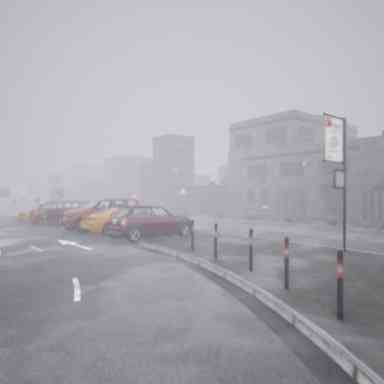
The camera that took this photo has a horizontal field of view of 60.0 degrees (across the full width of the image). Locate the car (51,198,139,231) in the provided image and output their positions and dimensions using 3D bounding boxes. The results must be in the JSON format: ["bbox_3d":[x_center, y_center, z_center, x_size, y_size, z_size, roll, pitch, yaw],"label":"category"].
[{"bbox_3d":[-5.827,1.457,21.839,5.566,2.045,2.435,0,-1,-39],"label":"car"}]

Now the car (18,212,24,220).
[{"bbox_3d":[-13.324,2.021,31.385,5.366,1.575,1.946,0,-2,-39],"label":"car"}]

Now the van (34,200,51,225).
[{"bbox_3d":[-9.806,1.628,26.582,4.442,1.987,1.878,0,-1,-39],"label":"van"}]

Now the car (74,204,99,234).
[{"bbox_3d":[-3.954,1.656,19.596,5.008,1.535,2.097,0,-1,-39],"label":"car"}]

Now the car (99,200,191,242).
[{"bbox_3d":[-2.050,1.477,17.235,4.553,1.767,2.185,0,-1,-39],"label":"car"}]

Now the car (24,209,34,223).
[{"bbox_3d":[-11.654,1.809,28.989,4.553,1.767,2.185,0,-2,-39],"label":"car"}]
